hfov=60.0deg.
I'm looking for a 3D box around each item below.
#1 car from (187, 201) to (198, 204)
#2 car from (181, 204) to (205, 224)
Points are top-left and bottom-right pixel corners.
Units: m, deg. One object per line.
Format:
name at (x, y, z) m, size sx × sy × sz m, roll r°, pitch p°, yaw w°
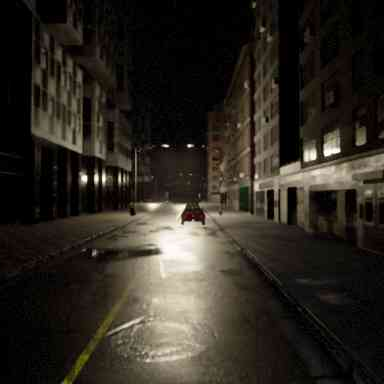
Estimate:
car at (0.077, 1.988, 44.551) m, size 1.882 × 1.535 × 5.008 m, roll 0°, pitch -1°, yaw 0°
car at (0.086, 1.914, 27.479) m, size 1.895 × 1.301 × 4.718 m, roll 0°, pitch -1°, yaw 0°
